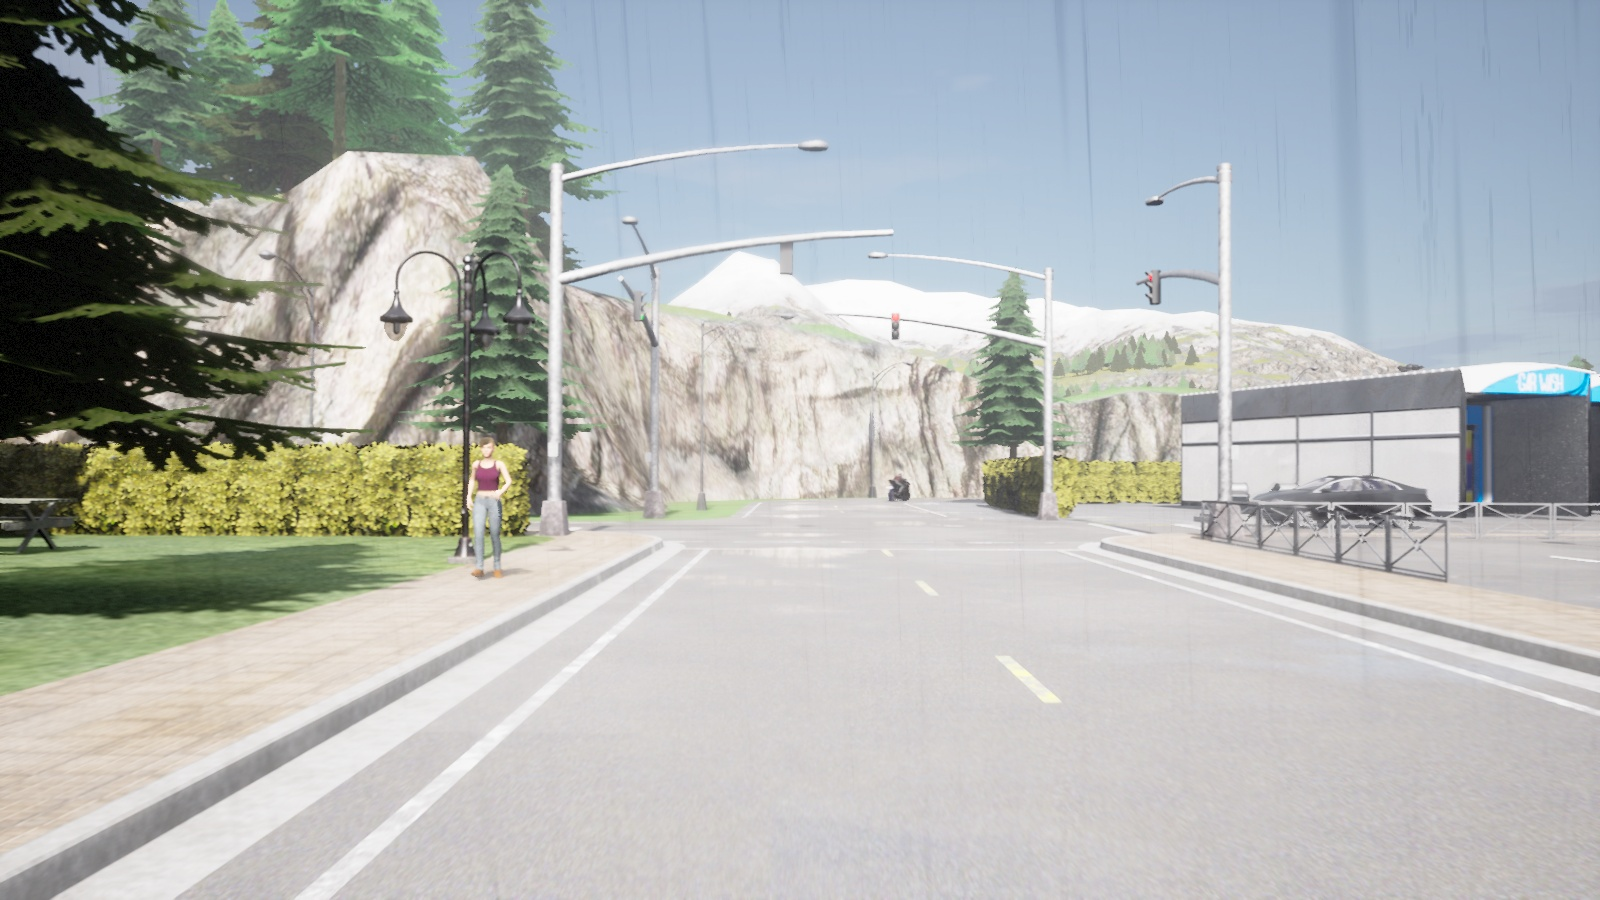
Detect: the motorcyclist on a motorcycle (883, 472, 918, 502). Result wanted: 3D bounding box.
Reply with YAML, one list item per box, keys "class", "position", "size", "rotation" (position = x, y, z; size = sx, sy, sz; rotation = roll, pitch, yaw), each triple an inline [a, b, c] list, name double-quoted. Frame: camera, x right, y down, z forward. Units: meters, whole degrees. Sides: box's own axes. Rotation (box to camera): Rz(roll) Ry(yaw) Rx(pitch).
- class: "motorcyclist on a motorcycle"
  position: [5.226, 1.923, 65.371]
  size: [0.866, 1.530, 2.191]
  rotation: [1, 0, 33]

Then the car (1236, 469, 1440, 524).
- class: "car"
  position: [15.278, 1.310, 35.883]
  size: [4.902, 1.511, 2.128]
  rotation: [0, -1, 1]

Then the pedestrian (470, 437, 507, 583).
- class: "pedestrian"
  position: [-3.990, 0.756, 16.099]
  size: [0.345, 1.836, 0.594]
  rotation: [0, -1, -2]
